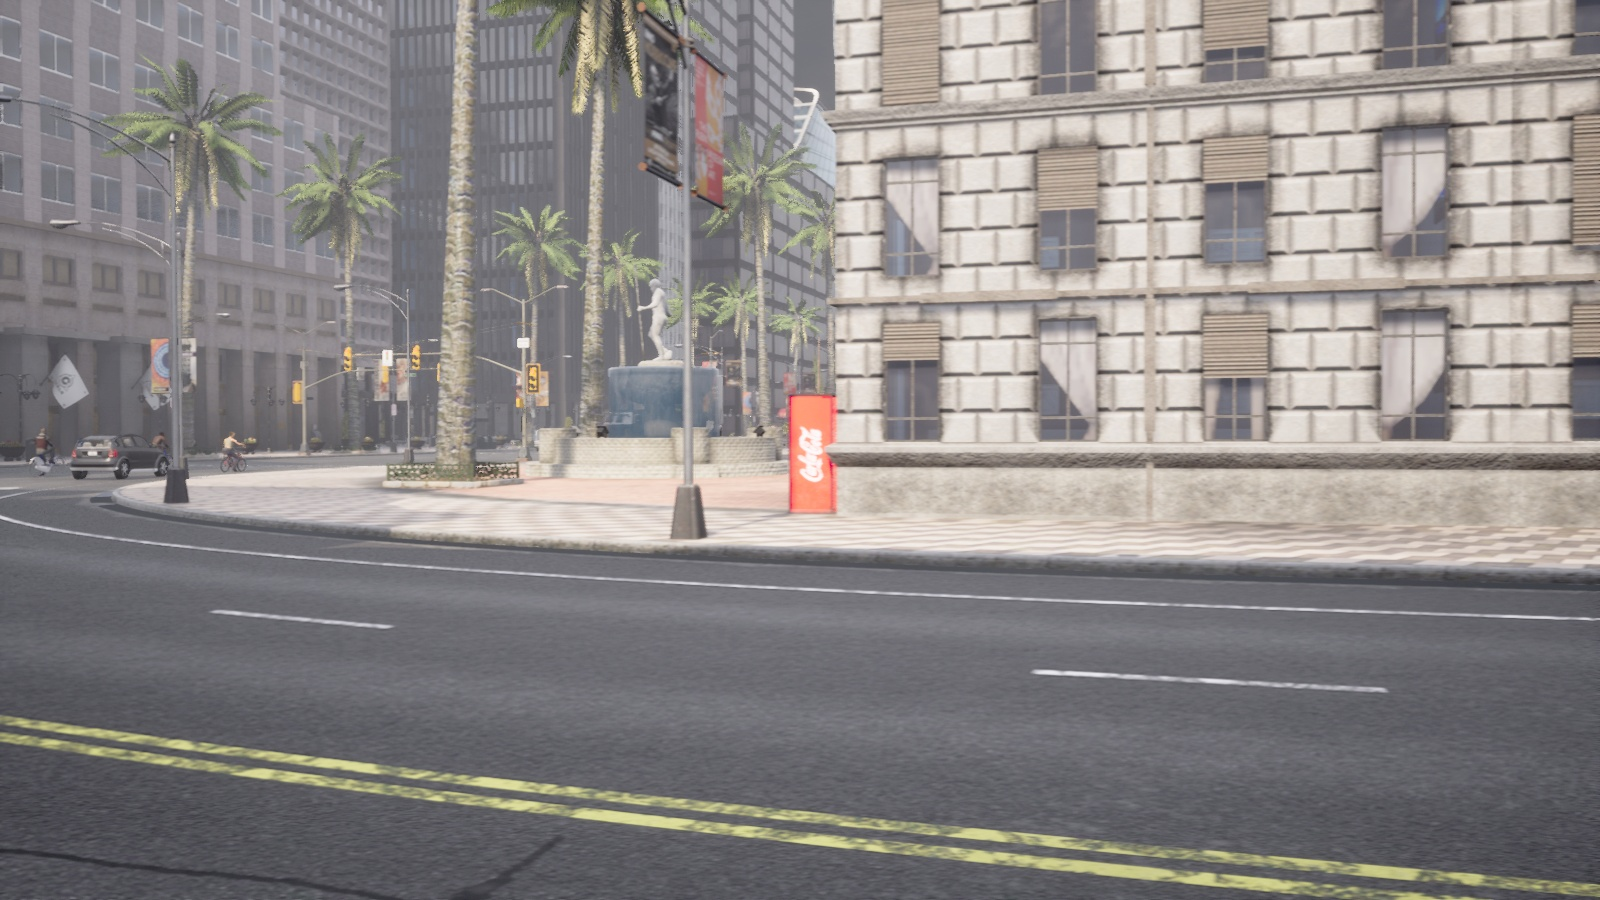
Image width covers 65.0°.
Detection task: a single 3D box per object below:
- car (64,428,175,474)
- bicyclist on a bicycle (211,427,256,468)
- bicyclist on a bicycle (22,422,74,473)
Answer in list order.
[{"bbox_3d":[-23.621,0.027,43.723,1.789,1.549,3.705,0,0,1],"label":"car"},{"bbox_3d":[-22.570,-0.102,50.030,0.866,1.612,1.509,0,1,15],"label":"bicyclist on a bicycle"},{"bbox_3d":[-26.998,-0.110,45.128,0.659,1.776,1.843,1,2,4],"label":"bicyclist on a bicycle"}]
